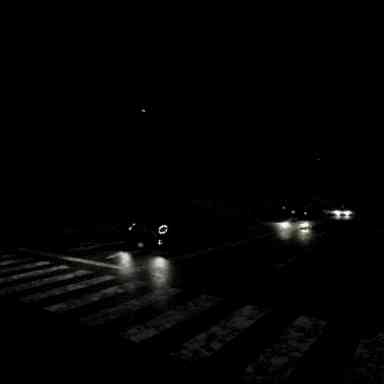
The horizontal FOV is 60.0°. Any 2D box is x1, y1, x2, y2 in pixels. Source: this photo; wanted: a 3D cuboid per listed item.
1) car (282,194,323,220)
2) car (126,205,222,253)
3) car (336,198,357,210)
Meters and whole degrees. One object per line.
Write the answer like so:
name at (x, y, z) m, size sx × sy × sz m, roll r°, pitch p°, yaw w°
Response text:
car at (9.580, 1.236, 28.563) m, size 2.150 × 2.045 × 5.566 m, roll 0°, pitch 0°, yaw 35°
car at (-0.619, 1.372, 14.090) m, size 2.097 × 1.767 × 4.553 m, roll 0°, pitch 0°, yaw 35°
car at (20.151, 1.563, 43.397) m, size 2.128 × 1.511 × 4.902 m, roll 0°, pitch 0°, yaw 35°
